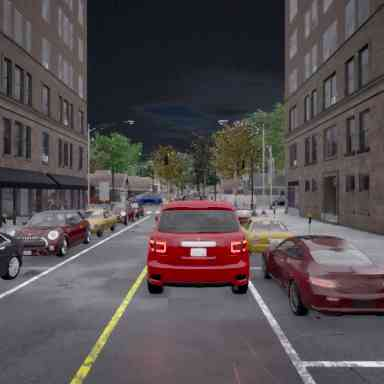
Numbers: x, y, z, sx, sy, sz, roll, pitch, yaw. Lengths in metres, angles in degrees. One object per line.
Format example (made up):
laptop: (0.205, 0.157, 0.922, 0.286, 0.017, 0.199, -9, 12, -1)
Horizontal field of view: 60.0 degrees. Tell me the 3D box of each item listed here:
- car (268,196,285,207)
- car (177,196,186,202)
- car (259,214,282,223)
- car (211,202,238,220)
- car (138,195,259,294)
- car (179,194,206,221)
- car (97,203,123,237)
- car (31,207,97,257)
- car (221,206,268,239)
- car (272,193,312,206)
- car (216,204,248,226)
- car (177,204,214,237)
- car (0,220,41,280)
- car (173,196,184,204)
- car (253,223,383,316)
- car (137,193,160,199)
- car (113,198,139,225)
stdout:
car: (13.614, 1.289, 48.940, 4.553, 1.767, 2.097, 0, 0, 0)
car: (-2.661, 1.641, 83.540, 1.994, 1.385, 4.181, 0, 0, 0)
car: (2.693, 1.528, 12.893, 1.752, 1.417, 4.829, 0, 0, 0)
car: (2.774, 1.578, 29.278, 1.947, 1.339, 4.313, 0, 0, 0)
car: (0.135, 1.223, 8.926, 2.150, 2.045, 5.566, 0, 0, 0)
car: (0.107, 1.234, 28.969, 2.150, 2.045, 5.566, 0, 0, 2)
car: (-5.307, 1.531, 18.108, 1.752, 1.417, 4.829, 0, 0, 0)
car: (-5.333, 1.443, 12.759, 1.967, 1.590, 4.097, 0, 0, 0)
car: (2.719, 1.550, 18.241, 1.887, 1.381, 4.507, 0, 0, 0)
car: (15.680, 1.147, 52.211, 5.566, 2.045, 2.150, 0, 0, -1)
car: (2.746, 1.591, 23.759, 1.802, 1.307, 4.206, 0, 0, 0)
car: (0.187, 1.511, 18.955, 1.837, 1.490, 4.892, 0, 0, 1)
car: (-5.359, 1.551, 7.240, 2.008, 1.369, 4.403, 0, 0, 0)
car: (-2.697, 1.606, 68.537, 2.033, 1.411, 5.357, 0, 0, 0)
car: (2.665, 1.582, 7.205, 1.802, 1.307, 4.206, 0, 0, 0)
car: (-7.387, 1.276, 53.060, 5.566, 2.045, 2.150, -1, 2, -39)
car: (-5.279, 1.449, 23.797, 1.967, 1.590, 4.097, 0, 0, 0)
